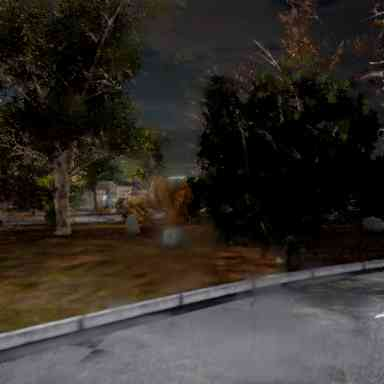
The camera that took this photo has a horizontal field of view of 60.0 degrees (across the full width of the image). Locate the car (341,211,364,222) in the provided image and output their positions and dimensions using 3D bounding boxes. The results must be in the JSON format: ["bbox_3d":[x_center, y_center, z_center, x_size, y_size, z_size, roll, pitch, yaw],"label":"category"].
[{"bbox_3d":[13.457,1.239,24.130,5.566,2.045,2.435,0,-1,-34],"label":"car"}]

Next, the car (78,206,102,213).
[{"bbox_3d":[-24.696,4.179,80.598,4.892,1.521,2.231,0,-3,-34],"label":"car"}]

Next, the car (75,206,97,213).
[{"bbox_3d":[-26.520,4.332,83.311,5.008,1.535,2.097,0,-3,-34],"label":"car"}]

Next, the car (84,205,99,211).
[{"bbox_3d":[-22.880,4.063,77.873,4.674,1.452,2.002,0,-3,-34],"label":"car"}]

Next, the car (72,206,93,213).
[{"bbox_3d":[-28.258,4.521,85.930,4.674,1.452,2.002,0,-3,-34],"label":"car"}]
